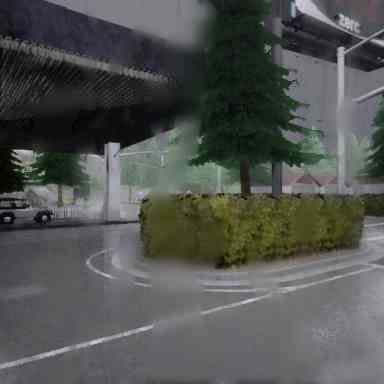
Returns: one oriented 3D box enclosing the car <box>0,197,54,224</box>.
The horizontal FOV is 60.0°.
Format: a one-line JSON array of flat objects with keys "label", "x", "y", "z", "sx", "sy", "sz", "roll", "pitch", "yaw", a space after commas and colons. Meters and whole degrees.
[{"label": "car", "x": -11.982, "y": 1.313, "z": 23.468, "sx": 3.866, "sy": 1.878, "sz": 1.905, "roll": 0, "pitch": 0, "yaw": -36}]
